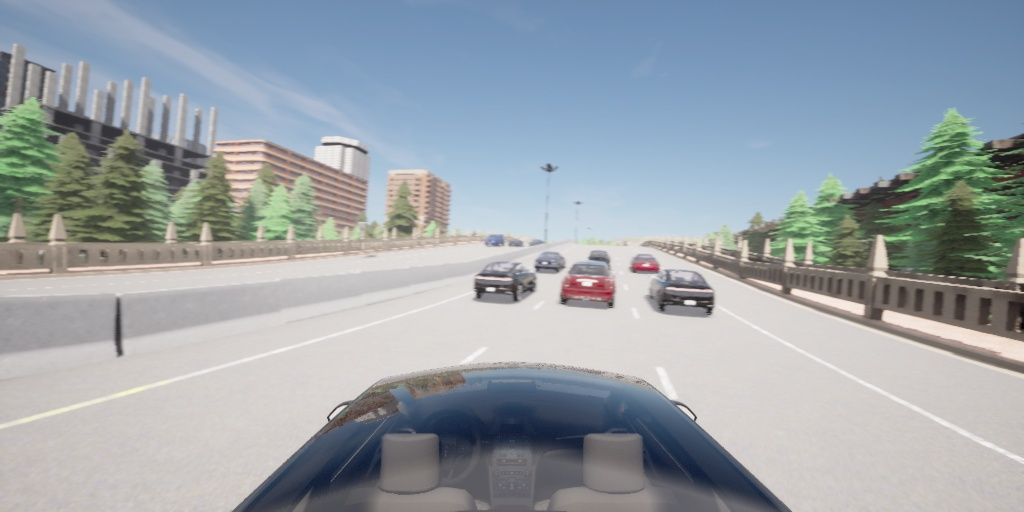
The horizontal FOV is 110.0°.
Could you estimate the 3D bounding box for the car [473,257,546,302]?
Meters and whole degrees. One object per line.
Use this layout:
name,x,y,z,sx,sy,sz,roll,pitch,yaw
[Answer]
car,-0.151,0.994,15.847,2.128,1.511,4.902,3,2,15

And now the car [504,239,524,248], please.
car,0.661,-2.140,59.539,1.994,1.385,4.181,3,5,15

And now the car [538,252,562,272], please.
car,2.976,0.373,27.583,2.033,1.411,5.357,3,5,15

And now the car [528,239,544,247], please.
car,3.945,-1.973,58.282,2.033,1.411,5.357,3,5,16

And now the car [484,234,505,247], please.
car,-2.819,-2.606,59.969,2.150,2.045,5.566,3,5,15

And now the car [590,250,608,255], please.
car,7.229,0.271,29.801,1.837,1.490,4.892,3,5,15

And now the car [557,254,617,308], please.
car,3.391,0.995,15.504,2.097,1.767,4.553,3,3,15

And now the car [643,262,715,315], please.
car,6.758,1.294,14.590,2.128,1.511,4.902,3,3,15

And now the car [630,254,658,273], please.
car,10.468,0.521,28.410,1.994,1.385,4.181,3,5,15
